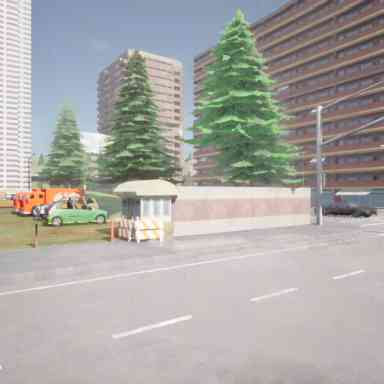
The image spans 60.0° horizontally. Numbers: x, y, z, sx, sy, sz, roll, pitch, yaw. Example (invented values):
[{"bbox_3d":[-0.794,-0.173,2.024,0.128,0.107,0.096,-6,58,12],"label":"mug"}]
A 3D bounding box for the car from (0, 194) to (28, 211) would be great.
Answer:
[{"bbox_3d":[-24.520,1.394,44.116,4.193,1.474,1.816,0,0,-35],"label":"car"}]

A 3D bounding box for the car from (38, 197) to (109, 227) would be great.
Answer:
[{"bbox_3d":[-7.437,1.341,21.496,3.988,1.617,1.851,0,0,-35],"label":"car"}]

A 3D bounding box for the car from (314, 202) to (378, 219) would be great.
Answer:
[{"bbox_3d":[14.001,1.603,30.592,2.033,1.411,5.357,0,0,-35],"label":"car"}]

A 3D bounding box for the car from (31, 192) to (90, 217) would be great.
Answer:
[{"bbox_3d":[-9.461,1.172,25.546,4.605,1.855,1.932,0,0,-35],"label":"car"}]

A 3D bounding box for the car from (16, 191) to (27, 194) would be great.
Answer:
[{"bbox_3d":[-25.799,1.204,46.638,3.866,1.878,1.905,0,0,-35],"label":"car"}]
